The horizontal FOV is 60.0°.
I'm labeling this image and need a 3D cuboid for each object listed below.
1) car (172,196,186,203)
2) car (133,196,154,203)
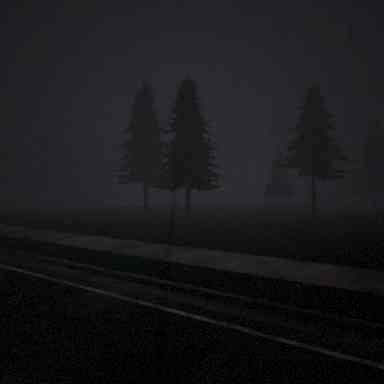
[{"bbox_3d":[-2.228,1.560,68.231,1.812,1.442,4.674,0,0,36],"label":"car"},{"bbox_3d":[-10.089,1.565,69.300,1.895,1.301,4.718,0,0,36],"label":"car"}]
